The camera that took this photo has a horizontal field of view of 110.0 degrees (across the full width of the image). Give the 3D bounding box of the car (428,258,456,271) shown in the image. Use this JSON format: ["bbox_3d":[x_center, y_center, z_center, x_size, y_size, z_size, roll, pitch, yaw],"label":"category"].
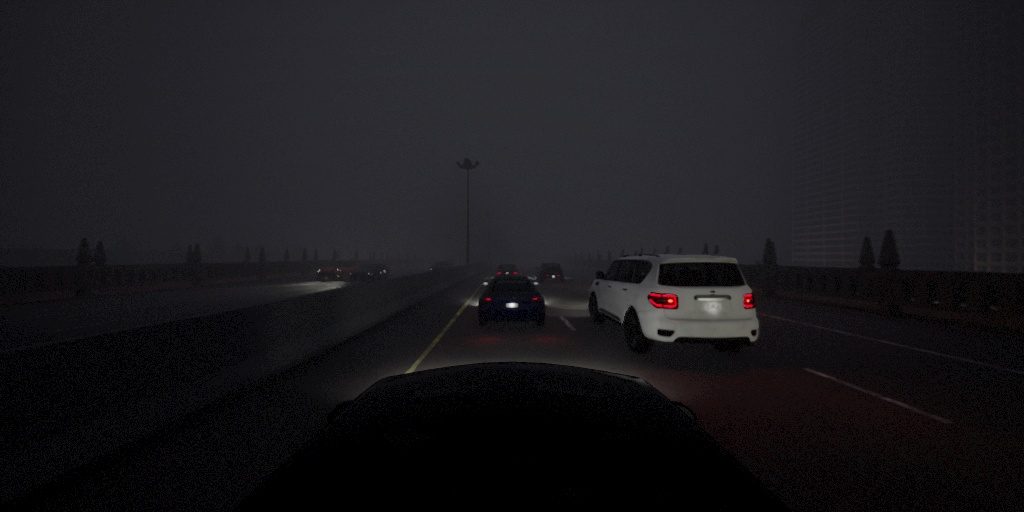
[{"bbox_3d":[-7.838,1.305,39.969,1.882,1.535,5.008,0,0,-1],"label":"car"}]

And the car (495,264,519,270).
[{"bbox_3d":[-0.414,1.351,29.654,2.033,1.411,5.357,0,0,-1],"label":"car"}]

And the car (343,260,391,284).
[{"bbox_3d":[-11.082,1.285,28.287,1.882,1.535,5.008,0,0,-1],"label":"car"}]

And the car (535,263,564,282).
[{"bbox_3d":[3.088,1.306,29.577,1.837,1.490,4.892,0,0,-1],"label":"car"}]

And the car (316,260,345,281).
[{"bbox_3d":[-14.629,1.166,30.424,2.097,1.767,4.553,0,0,-1],"label":"car"}]

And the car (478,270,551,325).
[{"bbox_3d":[-0.037,1.333,11.898,1.994,1.385,4.181,0,0,-1],"label":"car"}]

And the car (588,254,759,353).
[{"bbox_3d":[3.519,0.983,9.031,2.150,2.045,5.566,0,0,-1],"label":"car"}]
